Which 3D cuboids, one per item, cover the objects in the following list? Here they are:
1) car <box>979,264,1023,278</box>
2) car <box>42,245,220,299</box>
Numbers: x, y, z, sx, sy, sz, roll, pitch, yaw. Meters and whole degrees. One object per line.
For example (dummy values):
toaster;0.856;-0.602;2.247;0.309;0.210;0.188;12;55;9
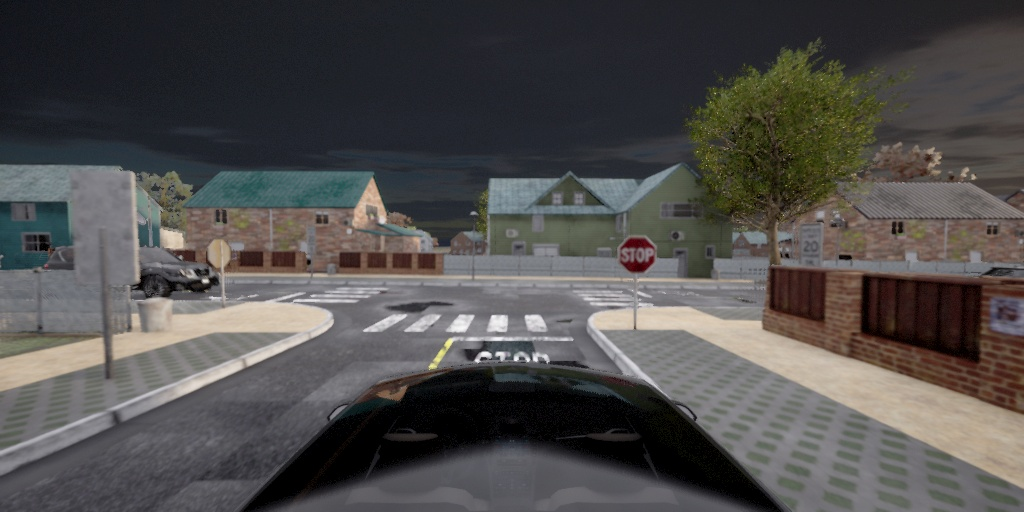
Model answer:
car;22.425;1.243;15.045;4.553;1.767;2.097;1;2;-1
car;-15.133;0.612;14.421;5.566;2.045;2.150;1;2;-1
